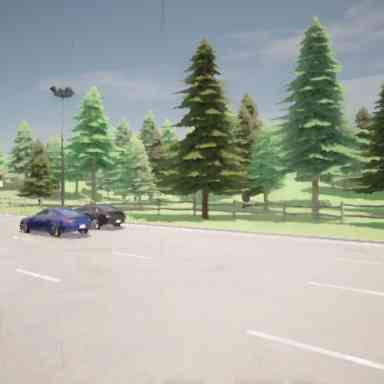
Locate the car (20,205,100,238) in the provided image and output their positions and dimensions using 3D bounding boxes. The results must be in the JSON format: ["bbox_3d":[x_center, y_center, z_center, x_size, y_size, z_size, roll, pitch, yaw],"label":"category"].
[{"bbox_3d":[-7.282,1.540,17.785,4.674,1.442,1.812,0,0,36],"label":"car"}]

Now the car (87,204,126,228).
[{"bbox_3d":[-6.412,1.520,21.465,4.892,1.490,1.837,0,0,36],"label":"car"}]
